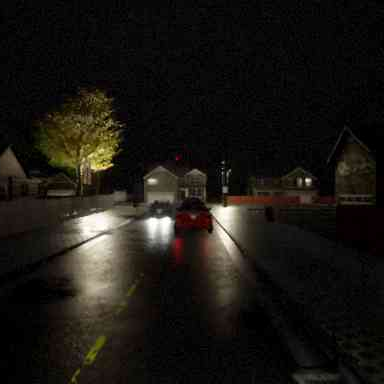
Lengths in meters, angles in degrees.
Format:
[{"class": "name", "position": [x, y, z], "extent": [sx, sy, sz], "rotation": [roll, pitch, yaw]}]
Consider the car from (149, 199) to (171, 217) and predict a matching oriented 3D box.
[{"class": "car", "position": [-2.803, 1.449, 30.965], "extent": [2.128, 1.511, 4.902], "rotation": [0, 0, 0]}]

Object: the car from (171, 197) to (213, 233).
[{"class": "car", "position": [0.093, 1.326, 19.668], "extent": [2.097, 1.767, 4.553], "rotation": [0, 0, 1]}]

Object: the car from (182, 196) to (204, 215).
[{"class": "car", "position": [0.128, 1.305, 33.914], "extent": [2.097, 1.767, 4.553], "rotation": [0, 0, 1]}]
